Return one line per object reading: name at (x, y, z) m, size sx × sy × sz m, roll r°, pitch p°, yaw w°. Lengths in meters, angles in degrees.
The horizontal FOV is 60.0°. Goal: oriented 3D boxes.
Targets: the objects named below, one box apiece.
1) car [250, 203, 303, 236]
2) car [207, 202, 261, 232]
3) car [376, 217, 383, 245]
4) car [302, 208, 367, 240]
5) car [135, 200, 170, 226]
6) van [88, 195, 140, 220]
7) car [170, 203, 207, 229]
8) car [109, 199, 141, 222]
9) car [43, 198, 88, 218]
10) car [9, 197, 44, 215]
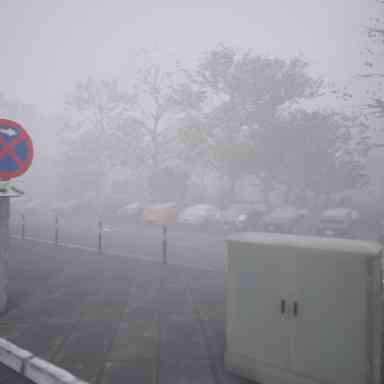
car at (5.456, 1.557, 18.848) m, size 2.097 × 1.535 × 5.008 m, roll 1°, pitch 0°, yaw 35°
car at (3.210, 1.410, 20.477) m, size 2.185 × 1.767 × 4.553 m, roll 1°, pitch 0°, yaw 35°
car at (9.991, 1.631, 15.650) m, size 2.163 × 1.488 × 4.792 m, roll 1°, pitch 0°, yaw 35°
car at (7.710, 1.580, 17.229) m, size 2.231 × 1.521 × 4.892 m, roll 1°, pitch 0°, yaw 35°
car at (-1.335, 1.492, 23.665) m, size 2.097 × 1.535 × 5.008 m, roll 1°, pitch 0°, yaw 35°
van at (-5.788, 1.225, 26.982) m, size 1.878 × 1.987 × 4.442 m, roll 1°, pitch 0°, yaw 35°
car at (0.927, 1.554, 22.059) m, size 2.002 × 1.452 × 4.674 m, roll 1°, pitch 0°, yaw 35°
car at (-3.598, 1.511, 25.277) m, size 2.002 × 1.452 × 4.674 m, roll 1°, pitch 0°, yaw 35°
car at (-10.396, 1.439, 30.082) m, size 2.163 × 1.488 × 4.792 m, roll 1°, pitch 0°, yaw 35°
car at (-15.011, 1.365, 33.172) m, size 1.946 × 1.575 × 5.366 m, roll 1°, pitch 0°, yaw 35°
